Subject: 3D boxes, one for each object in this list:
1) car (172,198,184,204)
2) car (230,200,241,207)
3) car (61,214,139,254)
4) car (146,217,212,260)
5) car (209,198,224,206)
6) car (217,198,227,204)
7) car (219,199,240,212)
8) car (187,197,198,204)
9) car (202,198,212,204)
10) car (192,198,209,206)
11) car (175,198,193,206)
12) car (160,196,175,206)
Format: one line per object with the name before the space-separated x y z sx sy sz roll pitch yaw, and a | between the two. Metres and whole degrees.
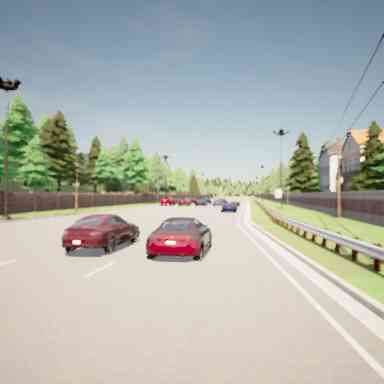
car | -3.326 2.119 79.960 2.128 1.511 4.902 0 -1 10
car | 8.724 2.239 66.716 1.895 1.301 4.718 0 -1 10
car | -3.759 1.662 14.214 1.812 1.442 4.674 0 -1 9
car | -0.377 1.691 13.141 1.994 1.385 4.181 0 -1 10
car | 5.280 2.193 67.927 2.033 1.411 5.357 0 -1 10
car | 7.025 2.132 78.201 1.994 1.385 4.181 0 -1 10
car | 5.226 2.005 46.098 1.994 1.385 4.181 0 -1 10
car | 0.124 2.067 79.374 1.882 1.535 5.008 0 -1 10
car | 3.575 2.108 78.787 1.812 1.442 4.674 0 -1 10
car | 1.899 2.208 68.924 1.994 1.385 4.181 0 -1 10
car | -1.556 2.010 69.483 2.097 1.767 4.553 0 -1 10
car | -5.067 1.881 69.718 2.150 2.045 5.566 0 -1 10
